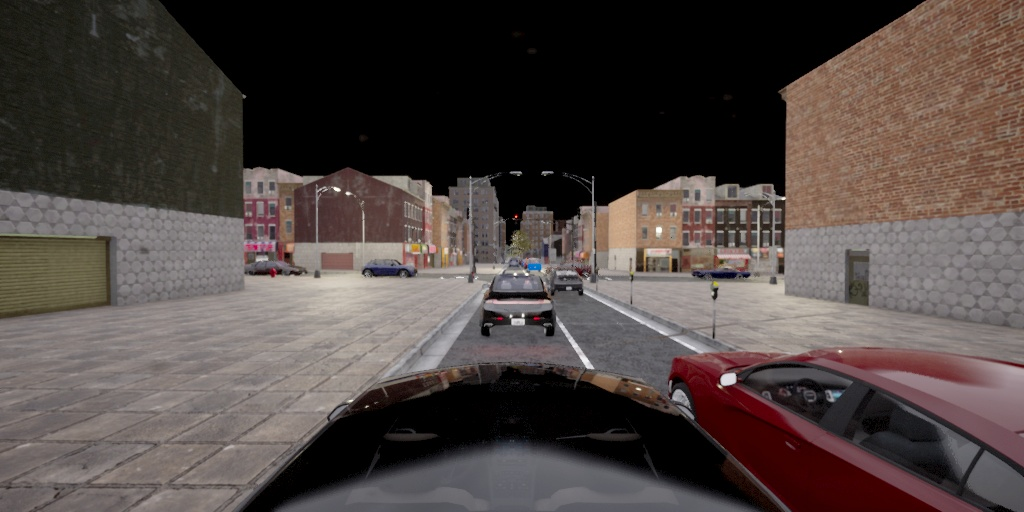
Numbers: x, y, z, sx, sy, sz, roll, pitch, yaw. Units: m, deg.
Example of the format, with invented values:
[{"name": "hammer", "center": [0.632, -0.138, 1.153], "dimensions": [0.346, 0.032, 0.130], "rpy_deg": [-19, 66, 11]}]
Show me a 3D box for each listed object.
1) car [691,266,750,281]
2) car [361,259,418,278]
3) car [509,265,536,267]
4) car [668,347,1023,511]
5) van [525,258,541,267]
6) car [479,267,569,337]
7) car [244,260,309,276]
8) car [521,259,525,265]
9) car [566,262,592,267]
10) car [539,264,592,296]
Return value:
[{"name": "car", "center": [19.736, 1.646, 34.086], "dimensions": [4.718, 1.301, 1.895], "rpy_deg": [1, 1, 0]}, {"name": "car", "center": [-10.593, 1.036, 31.366], "dimensions": [4.553, 1.767, 2.097], "rpy_deg": [1, 1, 0]}, {"name": "car", "center": [0.230, 1.367, 20.374], "dimensions": [1.895, 1.301, 4.718], "rpy_deg": [0, 0, 1]}, {"name": "car", "center": [2.637, 1.294, 2.364], "dimensions": [1.888, 1.381, 4.507], "rpy_deg": [0, 0, 0]}, {"name": "van", "center": [2.887, 1.206, 46.194], "dimensions": [1.690, 1.789, 3.998], "rpy_deg": [0, 0, 0]}, {"name": "car", "center": [0.147, 1.243, 10.331], "dimensions": [2.128, 1.511, 4.902], "rpy_deg": [0, 0, 0]}, {"name": "car", "center": [-20.931, 1.092, 31.436], "dimensions": [5.357, 1.411, 2.033], "rpy_deg": [1, 1, 0]}, {"name": "car", "center": [2.948, 1.244, 56.775], "dimensions": [2.192, 1.841, 5.009], "rpy_deg": [0, 0, 0]}, {"name": "car", "center": [5.781, 1.326, 35.253], "dimensions": [5.008, 1.535, 1.882], "rpy_deg": [1, 1, 15]}, {"name": "car", "center": [2.734, 1.314, 19.239], "dimensions": [2.007, 1.370, 4.403], "rpy_deg": [0, 0, 0]}]
